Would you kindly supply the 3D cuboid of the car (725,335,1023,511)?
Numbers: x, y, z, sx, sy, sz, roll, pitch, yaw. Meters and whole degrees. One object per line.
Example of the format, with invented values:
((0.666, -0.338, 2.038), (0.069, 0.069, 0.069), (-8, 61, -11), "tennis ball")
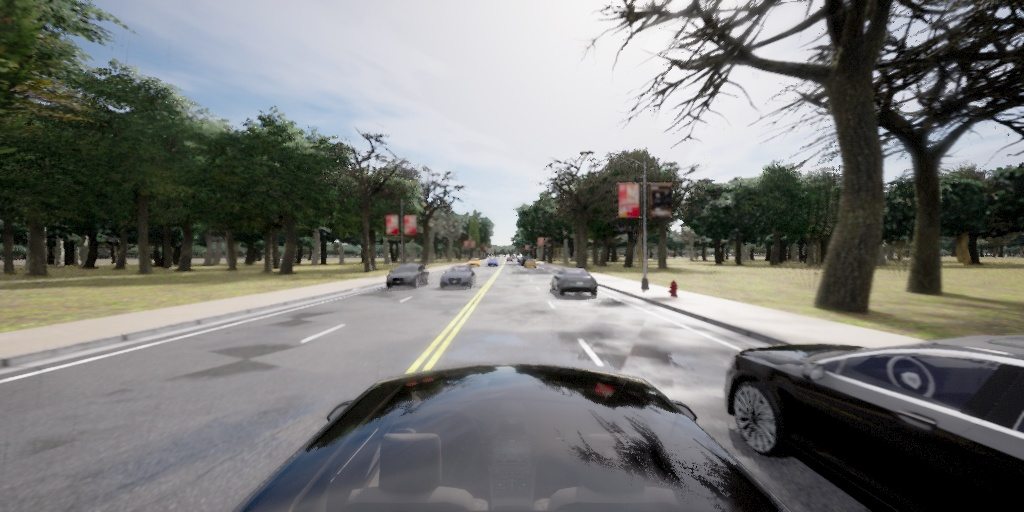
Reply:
((3.349, 1.241, 2.153), (2.128, 1.511, 4.902), (0, 0, 0), "car")

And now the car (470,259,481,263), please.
((-6.734, 1.221, 64.930), (1.882, 1.535, 5.008), (0, 0, 0), "car")

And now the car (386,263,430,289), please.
((-6.627, 1.257, 23.282), (1.837, 1.490, 4.892), (0, 0, 0), "car")

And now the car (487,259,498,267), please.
((-3.484, 1.221, 64.954), (1.882, 1.535, 5.008), (0, 0, 0), "car")

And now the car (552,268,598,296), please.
((3.329, 1.316, 19.602), (1.994, 1.385, 4.181), (0, 0, 0), "car")

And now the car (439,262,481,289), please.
((-3.376, 1.316, 23.128), (1.994, 1.385, 4.181), (0, 0, 0), "car")

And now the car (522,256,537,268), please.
((3.067, 1.200, 59.447), (1.801, 1.575, 5.366), (0, 0, 0), "car")
